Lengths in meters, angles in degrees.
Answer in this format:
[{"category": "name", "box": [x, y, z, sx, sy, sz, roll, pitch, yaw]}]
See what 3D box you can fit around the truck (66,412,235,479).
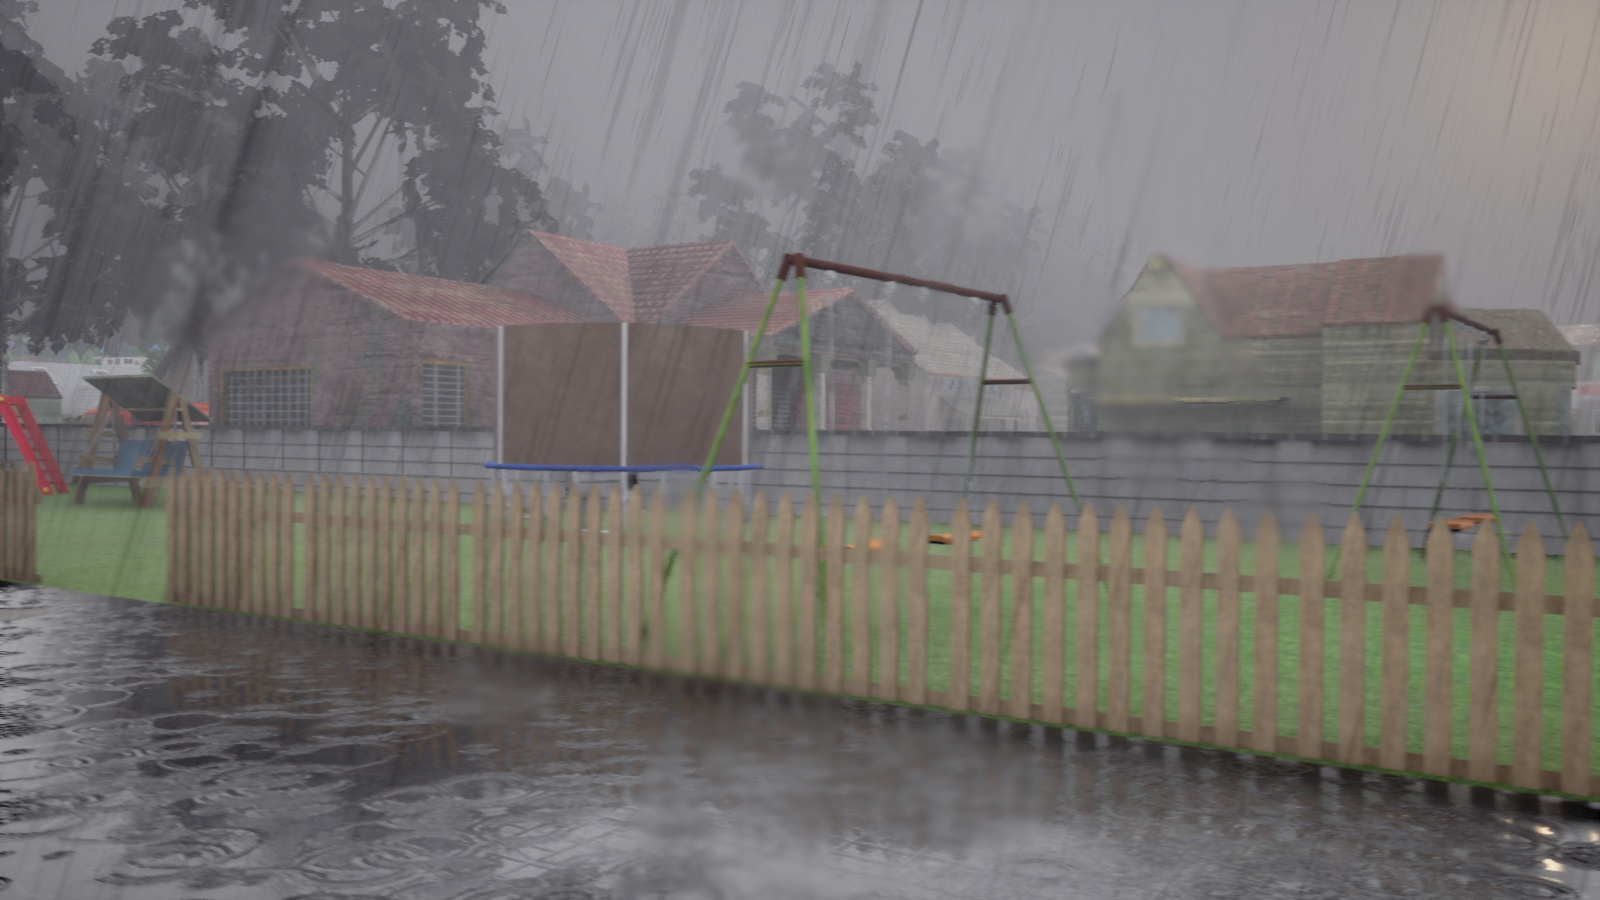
[{"category": "truck", "box": [-25.116, -0.201, 48.763, 2.627, 2.467, 5.204, 0, 1, 32]}]
